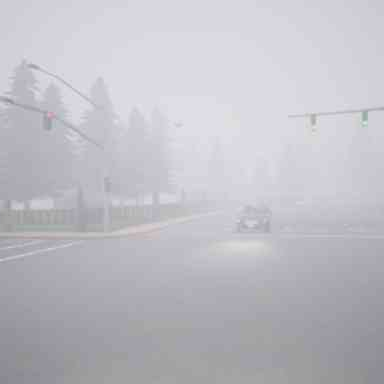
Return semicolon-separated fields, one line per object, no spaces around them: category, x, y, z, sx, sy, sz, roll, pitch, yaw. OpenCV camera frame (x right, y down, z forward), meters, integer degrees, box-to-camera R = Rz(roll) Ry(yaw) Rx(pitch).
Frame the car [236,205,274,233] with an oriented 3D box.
car;3.861;1.539;19.987;2.128;1.511;4.902;-2;0;18

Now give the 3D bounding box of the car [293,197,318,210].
car;14.429;1.432;42.226;1.812;1.442;4.674;-2;-1;40
